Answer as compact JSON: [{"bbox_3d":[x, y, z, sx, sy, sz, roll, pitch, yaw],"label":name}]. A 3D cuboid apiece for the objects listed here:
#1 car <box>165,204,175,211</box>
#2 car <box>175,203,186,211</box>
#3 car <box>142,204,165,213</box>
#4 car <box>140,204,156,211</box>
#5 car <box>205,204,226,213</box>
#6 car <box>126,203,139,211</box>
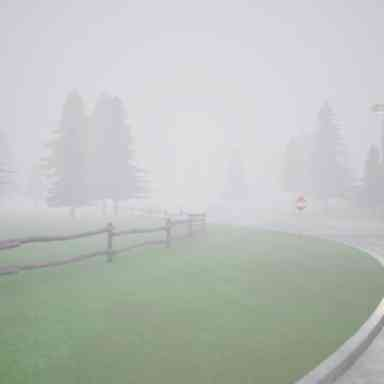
[{"bbox_3d":[-6.109,3.300,71.731,2.033,1.411,5.357,1,-2,-25],"label":"car"},{"bbox_3d":[-2.999,3.149,73.346,2.097,1.767,4.553,1,-2,-25],"label":"car"},{"bbox_3d":[-6.696,2.962,56.803,1.994,1.385,4.181,1,-1,-25],"label":"car"},{"bbox_3d":[-9.380,3.330,70.461,1.895,1.301,4.718,1,-2,-25],"label":"car"},{"bbox_3d":[4.082,2.900,58.561,1.882,1.535,5.008,1,-2,-25],"label":"car"},{"bbox_3d":[-12.453,3.055,68.779,2.097,1.767,4.553,1,-2,-25],"label":"car"}]
